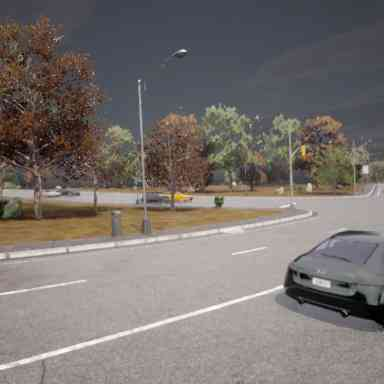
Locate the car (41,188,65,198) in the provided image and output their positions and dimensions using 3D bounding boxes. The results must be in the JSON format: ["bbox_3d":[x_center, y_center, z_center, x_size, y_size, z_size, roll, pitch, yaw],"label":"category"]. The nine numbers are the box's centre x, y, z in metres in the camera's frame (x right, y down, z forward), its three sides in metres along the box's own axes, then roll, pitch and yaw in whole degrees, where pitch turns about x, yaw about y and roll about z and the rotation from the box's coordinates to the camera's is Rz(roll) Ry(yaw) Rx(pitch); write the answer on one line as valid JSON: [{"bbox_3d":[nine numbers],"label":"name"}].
[{"bbox_3d":[-23.734,0.288,54.951,4.718,1.301,1.895,2,4,33],"label":"car"}]

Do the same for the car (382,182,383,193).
[{"bbox_3d":[31.347,-1.007,52.350,2.150,2.045,5.566,-1,2,31],"label":"car"}]

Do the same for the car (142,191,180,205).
[{"bbox_3d":[-4.330,0.820,42.356,4.674,1.442,1.812,1,3,33],"label":"car"}]

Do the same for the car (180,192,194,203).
[{"bbox_3d":[-2.092,0.608,45.070,5.008,1.535,1.882,1,3,33],"label":"car"}]

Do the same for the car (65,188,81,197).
[{"bbox_3d":[-21.362,0.045,57.570,4.892,1.490,1.837,2,4,33],"label":"car"}]

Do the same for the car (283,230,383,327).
[{"bbox_3d":[3.823,1.514,7.011,4.181,1.385,1.994,-1,0,-38],"label":"car"}]
